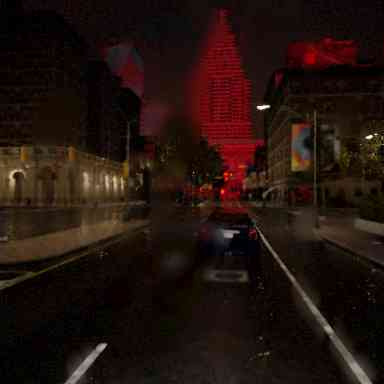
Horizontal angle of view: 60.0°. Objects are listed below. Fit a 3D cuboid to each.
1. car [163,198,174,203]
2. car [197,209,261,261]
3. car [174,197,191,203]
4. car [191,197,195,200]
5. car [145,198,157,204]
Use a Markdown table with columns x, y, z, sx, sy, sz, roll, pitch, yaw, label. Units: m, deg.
| x | y | z | sx | sy | sz | roll | pitch | yaw | label |
| --- | --- | --- | --- | --- | --- | --- | --- | --- | --- |
| -5.716 | 2.044 | 80.434 | 1.895 | 1.301 | 4.718 | 0 | 0 | 7 | car |
| 1.440 | 1.436 | 12.830 | 2.097 | 1.767 | 4.553 | 0 | 0 | 7 | car |
| -2.236 | 2.003 | 80.059 | 2.033 | 1.411 | 5.357 | 0 | 0 | 7 | car |
| -0.401 | 2.112 | 95.535 | 1.994 | 1.385 | 4.181 | 0 | 0 | 7 | car |
| -9.389 | 2.005 | 77.052 | 1.895 | 1.301 | 4.718 | 0 | 0 | 7 | car |
